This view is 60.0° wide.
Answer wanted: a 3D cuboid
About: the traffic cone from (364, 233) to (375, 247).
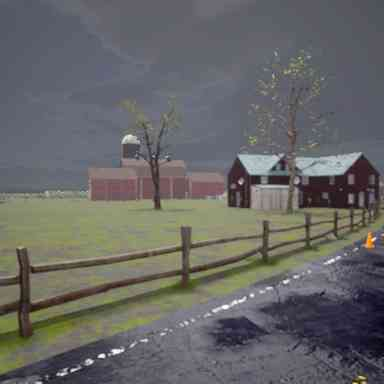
[{"bbox_3d":[7.457,2.000,13.962,0.340,0.580,0.340,0,0,39],"label":"traffic cone"}]
